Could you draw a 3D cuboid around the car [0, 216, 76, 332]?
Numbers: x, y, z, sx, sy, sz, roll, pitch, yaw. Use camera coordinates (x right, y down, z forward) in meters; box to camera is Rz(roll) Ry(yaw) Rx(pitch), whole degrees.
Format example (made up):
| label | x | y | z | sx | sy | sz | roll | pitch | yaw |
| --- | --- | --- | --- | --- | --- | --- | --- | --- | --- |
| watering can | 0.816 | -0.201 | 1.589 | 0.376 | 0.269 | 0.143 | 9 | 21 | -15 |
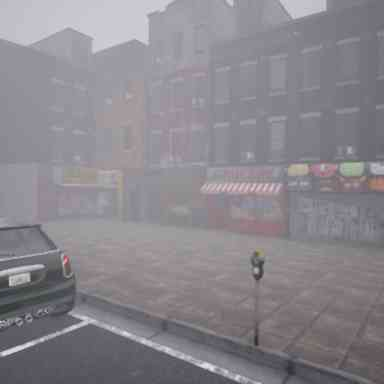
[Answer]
| label | x | y | z | sx | sy | sz | roll | pitch | yaw |
| --- | --- | --- | --- | --- | --- | --- | --- | --- | --- |
| car | -4.140 | 1.190 | 5.896 | 4.553 | 1.767 | 2.097 | 2 | 1 | 35 |
